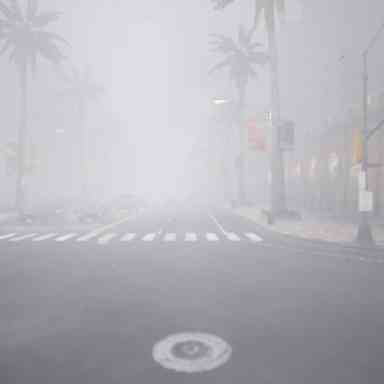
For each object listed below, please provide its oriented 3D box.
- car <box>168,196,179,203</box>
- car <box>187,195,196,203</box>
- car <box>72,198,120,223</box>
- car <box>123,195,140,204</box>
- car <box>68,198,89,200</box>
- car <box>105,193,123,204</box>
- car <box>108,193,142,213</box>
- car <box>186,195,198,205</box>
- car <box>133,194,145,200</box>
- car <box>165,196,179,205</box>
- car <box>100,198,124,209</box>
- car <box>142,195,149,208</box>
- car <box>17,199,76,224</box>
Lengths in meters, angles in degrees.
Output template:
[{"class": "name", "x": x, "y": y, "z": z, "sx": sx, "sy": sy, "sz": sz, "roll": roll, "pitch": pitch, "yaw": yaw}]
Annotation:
[{"class": "car", "x": -3.604, "y": 1.379, "z": 65.759, "sx": 1.895, "sy": 1.301, "sz": 4.718, "roll": 0, "pitch": 0, "yaw": -1}, {"class": "car", "x": -0.104, "y": 1.281, "z": 65.767, "sx": 1.837, "sy": 1.490, "sz": 4.892, "roll": 0, "pitch": 0, "yaw": -1}, {"class": "car", "x": -7.125, "y": 1.462, "z": 25.220, "sx": 2.033, "sy": 1.411, "sz": 5.357, "roll": 0, "pitch": 0, "yaw": -4}, {"class": "car", "x": -10.532, "y": 1.294, "z": 57.936, "sx": 2.128, "sy": 1.511, "sz": 4.902, "roll": 0, "pitch": 0, "yaw": 0}, {"class": "car", "x": -10.589, "y": 1.391, "z": 33.767, "sx": 1.837, "sy": 1.490, "sz": 4.892, "roll": 0, "pitch": 0, "yaw": 0}, {"class": "car", "x": -13.622, "y": 1.157, "z": 58.343, "sx": 2.185, "sy": 1.767, "sz": 4.553, "roll": 0, "pitch": 0, "yaw": -1}, {"class": "car", "x": -7.080, "y": 1.102, "z": 35.274, "sx": 2.150, "sy": 2.045, "sz": 5.566, "roll": 0, "pitch": 0, "yaw": 0}, {"class": "car", "x": 0.009, "y": 1.361, "z": 55.300, "sx": 2.033, "sy": 1.411, "sz": 5.357, "roll": 0, "pitch": 0, "yaw": -1}, {"class": "car", "x": -13.930, "y": 1.185, "z": 87.716, "sx": 2.231, "sy": 1.521, "sz": 4.892, "roll": 0, "pitch": 0, "yaw": -1}, {"class": "car", "x": -3.491, "y": 1.361, "z": 55.319, "sx": 2.033, "sy": 1.411, "sz": 5.357, "roll": 0, "pitch": 0, "yaw": -1}, {"class": "car", "x": -10.520, "y": 1.452, "z": 44.059, "sx": 1.895, "sy": 1.301, "sz": 4.718, "roll": 0, "pitch": 0, "yaw": 1}, {"class": "car", "x": -7.019, "y": 1.337, "z": 45.696, "sx": 2.128, "sy": 1.511, "sz": 4.902, "roll": 0, "pitch": 0, "yaw": 1}, {"class": "car", "x": -10.599, "y": 1.465, "z": 24.303, "sx": 2.033, "sy": 1.411, "sz": 5.357, "roll": 0, "pitch": 0, "yaw": 0}]
